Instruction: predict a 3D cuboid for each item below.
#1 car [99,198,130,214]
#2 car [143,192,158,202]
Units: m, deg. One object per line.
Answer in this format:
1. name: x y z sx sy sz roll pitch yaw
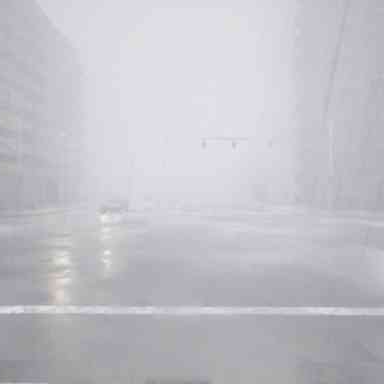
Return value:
1. car: -7.001 1.235 30.641 2.033 1.411 5.357 0 1 0
2. car: -7.000 0.717 56.236 2.097 1.767 4.553 0 0 0
